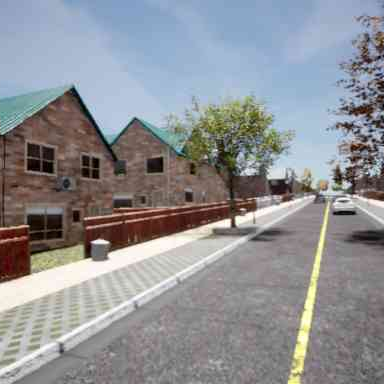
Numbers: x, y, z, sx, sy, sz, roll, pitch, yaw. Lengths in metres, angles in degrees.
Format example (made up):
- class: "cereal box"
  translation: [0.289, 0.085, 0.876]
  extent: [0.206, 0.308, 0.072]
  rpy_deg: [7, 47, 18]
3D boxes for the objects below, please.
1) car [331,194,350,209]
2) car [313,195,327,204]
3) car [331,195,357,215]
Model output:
- class: "car"
  translation: [17.919, 1.123, 40.196]
  extent: [1.882, 1.535, 5.008]
  rpy_deg: [-2, 0, 23]
- class: "car"
  translation: [21.620, 1.169, 56.290]
  extent: [1.812, 1.442, 4.674]
  rpy_deg: [-2, -1, 23]
- class: "car"
  translation: [13.793, 1.247, 30.296]
  extent: [1.812, 1.442, 4.674]
  rpy_deg: [-2, 0, 23]
